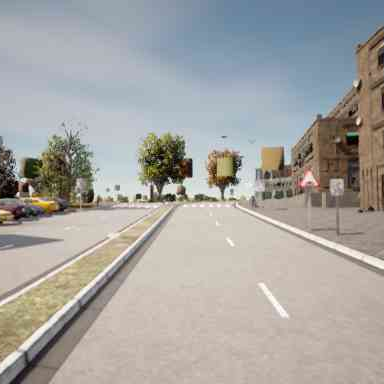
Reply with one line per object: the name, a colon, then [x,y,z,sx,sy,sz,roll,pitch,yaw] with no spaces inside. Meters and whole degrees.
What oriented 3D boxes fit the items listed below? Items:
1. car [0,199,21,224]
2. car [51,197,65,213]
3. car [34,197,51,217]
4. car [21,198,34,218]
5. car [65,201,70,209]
car: [-14.207,1.342,21.102,5.366,1.575,1.946,0,0,0]
car: [-14.374,1.257,29.366,5.008,1.535,2.097,0,1,0]
car: [-14.390,1.290,26.613,4.892,1.521,2.231,0,1,0]
car: [-14.417,1.350,23.862,4.792,1.488,2.163,0,0,0]
car: [-14.368,1.224,32.120,4.892,1.521,2.231,0,1,0]
